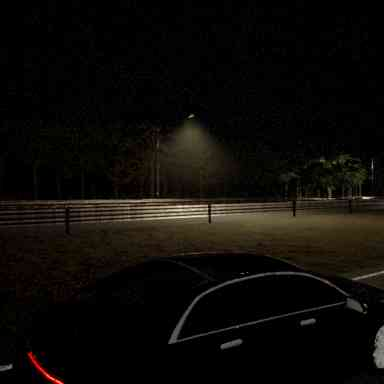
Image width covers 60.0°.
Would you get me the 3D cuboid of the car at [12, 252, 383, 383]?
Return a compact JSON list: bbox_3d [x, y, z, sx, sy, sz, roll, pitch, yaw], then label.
[{"bbox_3d":[0.627,1.502,3.990,4.892,1.490,1.837,1,0,-33],"label":"car"}]
